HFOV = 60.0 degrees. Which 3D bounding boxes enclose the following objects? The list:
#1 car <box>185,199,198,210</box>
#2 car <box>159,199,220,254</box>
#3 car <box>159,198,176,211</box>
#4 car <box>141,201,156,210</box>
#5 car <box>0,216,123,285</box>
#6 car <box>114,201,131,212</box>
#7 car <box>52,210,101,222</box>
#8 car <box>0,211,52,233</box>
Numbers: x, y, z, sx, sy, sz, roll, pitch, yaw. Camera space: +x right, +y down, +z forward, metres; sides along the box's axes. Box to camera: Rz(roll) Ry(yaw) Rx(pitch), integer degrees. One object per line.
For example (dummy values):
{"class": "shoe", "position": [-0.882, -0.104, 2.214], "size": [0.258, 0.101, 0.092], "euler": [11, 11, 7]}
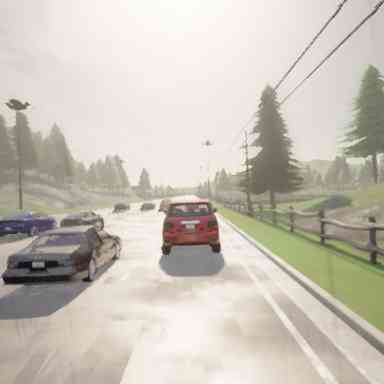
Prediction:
{"class": "car", "position": [-0.069, 1.838, 51.104], "size": [1.882, 1.535, 5.008], "euler": [-2, 0, 0]}
{"class": "car", "position": [-0.055, 1.324, 14.292], "size": [2.150, 2.045, 5.566], "euler": [-2, 0, 0]}
{"class": "car", "position": [-3.569, 1.809, 48.721], "size": [2.097, 1.767, 4.553], "euler": [-2, 0, 0]}
{"class": "car", "position": [-7.064, 2.171, 54.122], "size": [1.994, 1.385, 4.181], "euler": [-2, 0, 0]}
{"class": "car", "position": [-3.540, 1.734, 10.166], "size": [2.033, 1.411, 5.357], "euler": [-2, 0, 0]}
{"class": "car", "position": [-10.562, 2.202, 50.718], "size": [1.837, 1.490, 4.892], "euler": [-2, 0, 0]}
{"class": "car", "position": [-7.046, 1.905, 21.576], "size": [1.812, 1.442, 4.674], "euler": [-2, 0, 0]}
{"class": "car", "position": [-10.547, 1.970, 21.534], "size": [1.882, 1.535, 5.008], "euler": [-2, 0, 0]}
